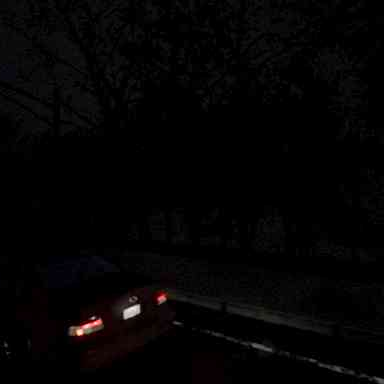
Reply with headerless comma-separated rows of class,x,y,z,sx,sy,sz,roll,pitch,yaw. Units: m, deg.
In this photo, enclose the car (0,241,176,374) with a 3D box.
car,-2.806,1.584,5.692,5.357,1.411,2.033,0,0,36
